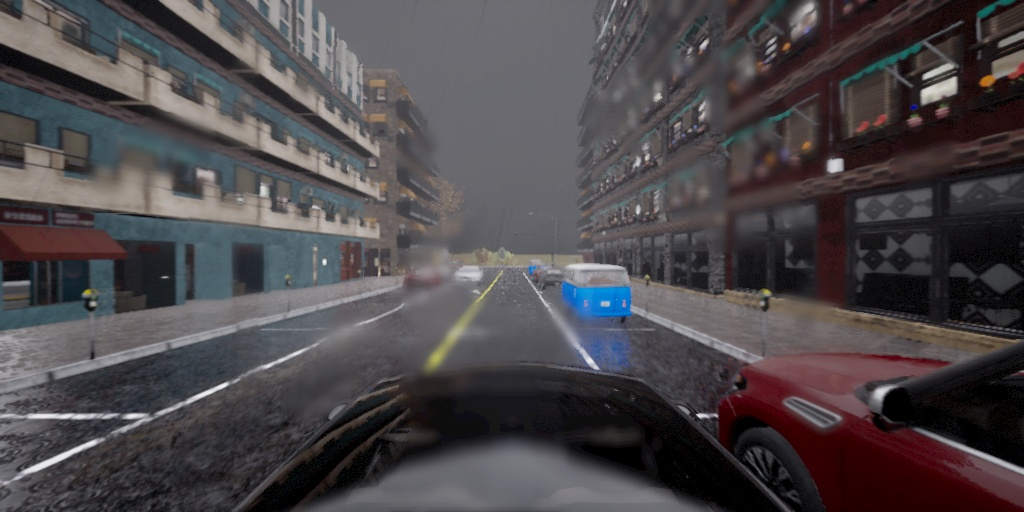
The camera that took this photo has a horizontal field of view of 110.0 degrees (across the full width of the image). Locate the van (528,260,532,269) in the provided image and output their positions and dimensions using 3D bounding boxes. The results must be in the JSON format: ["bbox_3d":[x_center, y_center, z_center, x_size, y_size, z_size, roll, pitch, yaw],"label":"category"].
[{"bbox_3d":[2.715,1.332,40.474,1.690,1.789,3.998,0,0,0],"label":"van"}]

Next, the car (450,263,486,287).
[{"bbox_3d":[-3.084,1.435,26.500,1.812,1.442,4.674,0,0,0],"label":"car"}]

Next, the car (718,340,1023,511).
[{"bbox_3d":[2.689,1.059,0.820,2.192,1.841,5.009,0,0,0],"label":"car"}]

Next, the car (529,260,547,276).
[{"bbox_3d":[2.707,1.365,29.146,1.967,1.591,4.097,0,0,0],"label":"car"}]

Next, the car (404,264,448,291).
[{"bbox_3d":[-5.677,1.436,23.436,1.888,1.381,4.507,0,0,0],"label":"car"}]

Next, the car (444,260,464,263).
[{"bbox_3d":[-5.670,1.274,34.767,2.192,1.841,5.009,0,0,0],"label":"car"}]

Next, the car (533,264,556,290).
[{"bbox_3d":[2.704,1.441,23.480,2.007,1.370,4.403,0,0,0],"label":"car"}]

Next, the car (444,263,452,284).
[{"bbox_3d":[-5.674,1.476,29.102,2.007,1.370,4.403,0,0,0],"label":"car"}]

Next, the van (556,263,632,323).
[{"bbox_3d":[2.697,1.160,12.150,1.690,1.789,3.998,0,0,0],"label":"van"}]
